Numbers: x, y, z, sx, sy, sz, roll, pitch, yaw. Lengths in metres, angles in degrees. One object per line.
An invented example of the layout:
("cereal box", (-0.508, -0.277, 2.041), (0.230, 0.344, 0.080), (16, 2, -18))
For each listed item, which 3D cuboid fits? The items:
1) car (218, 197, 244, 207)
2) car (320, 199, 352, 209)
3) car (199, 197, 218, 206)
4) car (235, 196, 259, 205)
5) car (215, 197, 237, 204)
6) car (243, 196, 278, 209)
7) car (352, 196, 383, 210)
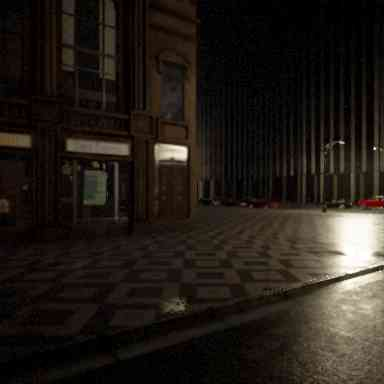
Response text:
("car", (6.259, 1.633, 49.710), (1.802, 1.307, 4.206), (0, 0, -36))
("car", (19.828, 1.635, 45.667), (1.947, 1.339, 4.313), (0, 0, -36))
("car", (2.914, 1.487, 54.250), (1.967, 1.590, 4.097), (0, 0, -36))
("car", (9.792, 1.499, 59.288), (1.967, 1.590, 4.097), (0, 0, -36))
("car", (6.445, 1.637, 63.829), (1.802, 1.307, 4.206), (0, 0, -36))
("car", (9.604, 1.599, 45.170), (1.887, 1.381, 4.507), (0, 0, -36))
("car", (23.175, 1.388, 41.126), (2.192, 1.841, 5.009), (0, 0, -36))
